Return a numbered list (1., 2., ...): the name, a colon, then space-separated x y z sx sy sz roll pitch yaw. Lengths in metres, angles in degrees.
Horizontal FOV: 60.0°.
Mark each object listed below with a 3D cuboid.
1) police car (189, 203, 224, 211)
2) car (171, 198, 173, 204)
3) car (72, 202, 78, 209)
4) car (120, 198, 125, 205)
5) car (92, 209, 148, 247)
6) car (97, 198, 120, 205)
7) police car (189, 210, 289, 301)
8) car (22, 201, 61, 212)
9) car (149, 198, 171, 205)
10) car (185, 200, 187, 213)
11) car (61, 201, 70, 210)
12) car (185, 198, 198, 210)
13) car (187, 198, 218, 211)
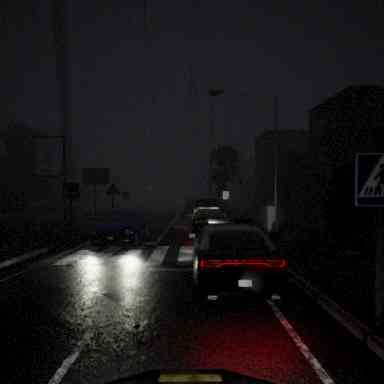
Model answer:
1. police car: 0.943 1.610 18.593 1.930 1.638 5.238 0 -1 0
2. car: -8.927 2.557 91.749 5.566 2.045 2.435 0 -1 0
3. car: -22.001 2.195 54.555 5.008 1.535 2.097 0 -1 0
4. car: -21.983 2.807 91.752 5.008 1.535 2.097 0 -1 0
5. car: -3.277 1.597 15.873 1.882 1.535 5.008 -1 0 0
6. car: -21.975 2.699 86.185 5.008 1.535 2.097 0 -1 0
7. police car: 0.956 1.467 8.582 1.930 1.638 5.238 0 -1 0
8. car: -21.996 2.132 48.006 4.674 1.452 2.002 0 -1 0
9. car: -8.893 2.754 88.943 4.892 1.521 2.231 0 -1 0
10. car: -0.027 2.115 45.824 1.837 1.490 4.892 0 -1 0
11. car: -21.992 2.145 51.282 4.892 1.521 2.231 0 -1 0
12. car: -0.044 2.039 59.259 2.150 2.045 5.566 0 -1 0
13. car: 0.940 1.503 24.518 2.150 2.045 5.566 0 -1 0
